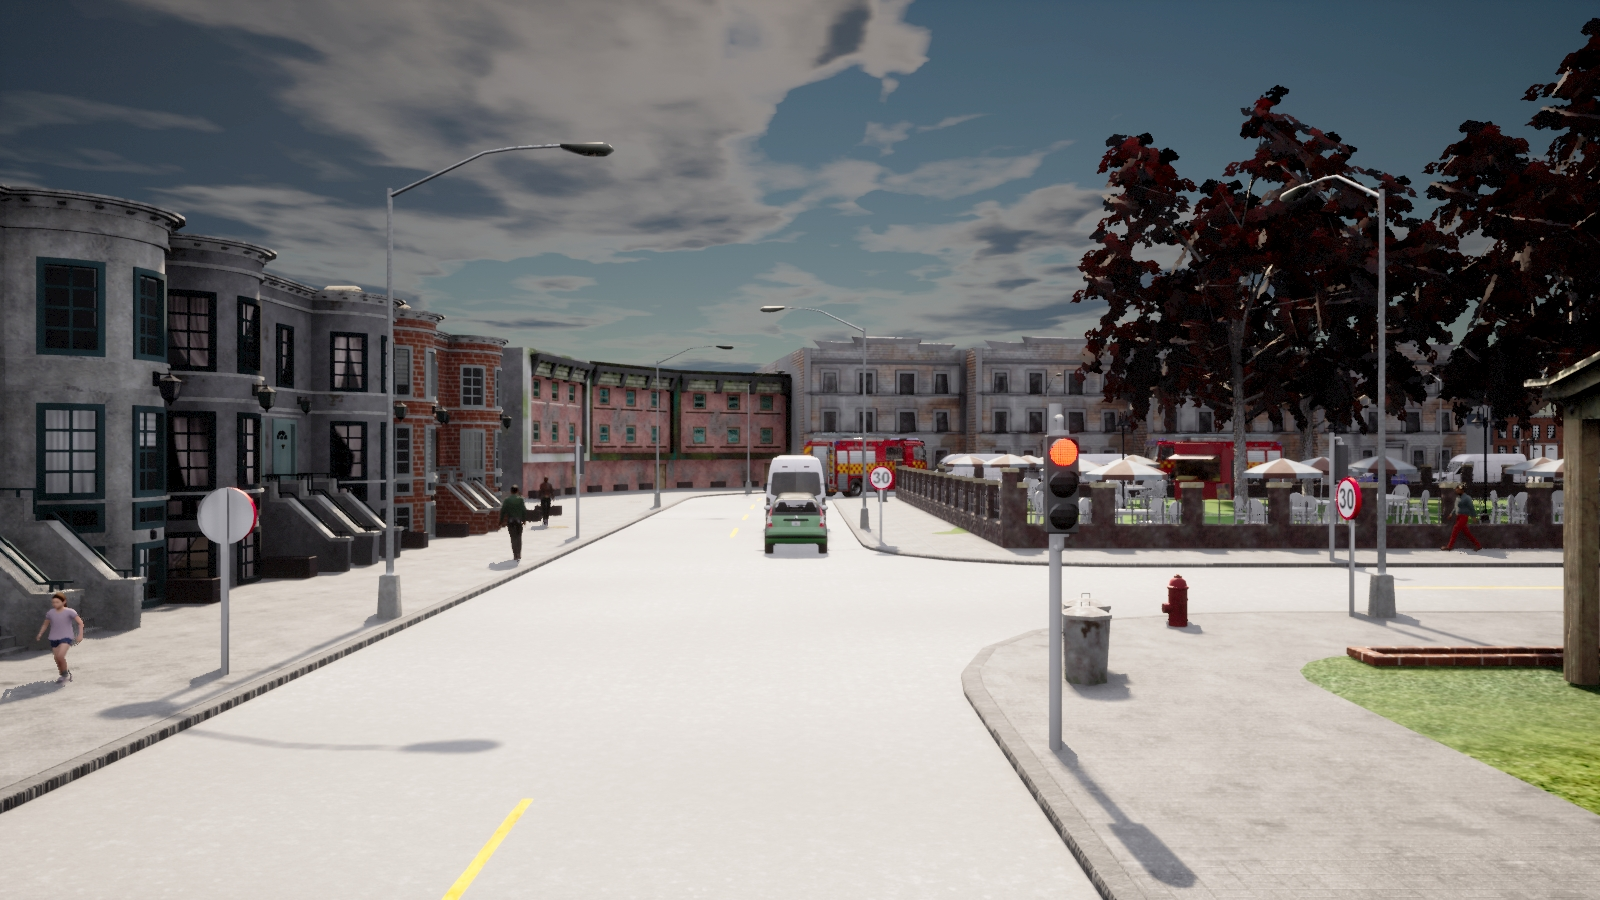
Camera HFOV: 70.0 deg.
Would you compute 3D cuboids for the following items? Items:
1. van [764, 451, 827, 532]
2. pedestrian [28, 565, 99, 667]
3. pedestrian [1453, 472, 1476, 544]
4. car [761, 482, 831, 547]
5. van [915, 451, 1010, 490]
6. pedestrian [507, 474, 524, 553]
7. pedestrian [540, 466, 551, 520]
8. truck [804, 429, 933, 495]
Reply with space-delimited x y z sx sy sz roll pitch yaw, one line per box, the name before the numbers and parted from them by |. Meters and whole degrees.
van | -0.147 1.315 39.074 1.988 2.561 5.915 0 0 0
pedestrian | -8.482 1.904 13.169 0.500 1.100 0.500 0 0 -2
pedestrian | 17.418 1.517 29.950 0.375 1.860 0.375 0 0 1
car | -0.119 1.779 32.373 1.851 1.617 3.988 0 0 0
van | 10.550 1.314 74.428 5.915 2.561 1.988 0 0 0
pedestrian | -6.852 1.524 27.540 0.375 1.860 0.375 0 0 -13
pedestrian | -8.869 1.506 39.847 0.375 1.860 0.375 0 0 -11
truck | 4.295 0.672 70.228 8.468 3.827 2.891 0 0 -43
